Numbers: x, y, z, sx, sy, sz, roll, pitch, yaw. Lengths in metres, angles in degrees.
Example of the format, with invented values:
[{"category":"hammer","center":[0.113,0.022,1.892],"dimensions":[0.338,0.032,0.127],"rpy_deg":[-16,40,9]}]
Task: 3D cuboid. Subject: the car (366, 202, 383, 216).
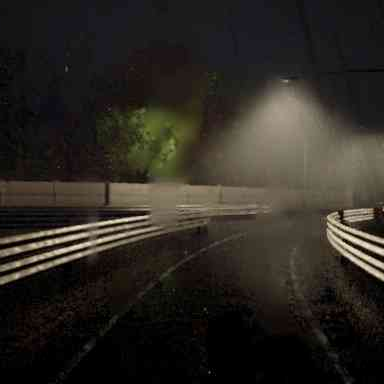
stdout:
[{"category":"car","center":[22.078,1.958,38.808],"dimensions":[2.097,1.767,4.553],"rpy_deg":[0,-1,44]}]
